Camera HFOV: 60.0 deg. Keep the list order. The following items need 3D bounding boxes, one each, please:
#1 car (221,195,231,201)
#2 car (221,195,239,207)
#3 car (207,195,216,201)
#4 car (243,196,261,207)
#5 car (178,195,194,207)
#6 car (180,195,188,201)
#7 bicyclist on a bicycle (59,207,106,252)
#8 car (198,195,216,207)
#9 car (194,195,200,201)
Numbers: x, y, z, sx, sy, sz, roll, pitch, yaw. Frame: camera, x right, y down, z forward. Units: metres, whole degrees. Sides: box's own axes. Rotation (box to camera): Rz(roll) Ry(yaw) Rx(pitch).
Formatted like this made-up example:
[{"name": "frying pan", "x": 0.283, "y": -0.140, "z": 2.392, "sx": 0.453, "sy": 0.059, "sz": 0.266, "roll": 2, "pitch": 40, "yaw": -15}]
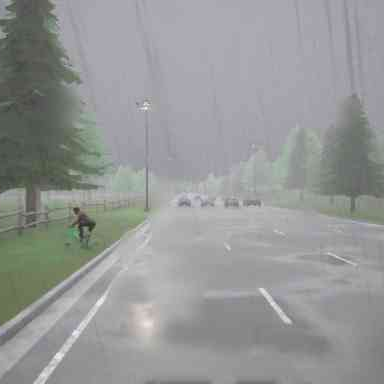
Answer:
[{"name": "car", "x": 8.537, "y": 1.552, "z": 84.309, "sx": 1.994, "sy": 1.385, "sz": 4.181, "roll": 0, "pitch": 0, "yaw": -1}, {"name": "car", "x": 5.884, "y": 1.491, "z": 50.266, "sx": 2.128, "sy": 1.511, "sz": 4.902, "roll": 0, "pitch": 0, "yaw": -1}, {"name": "car", "x": 5.016, "y": 1.524, "z": 85.170, "sx": 1.812, "sy": 1.442, "sz": 4.674, "roll": 0, "pitch": 0, "yaw": -1}, {"name": "car", "x": 9.314, "y": 1.352, "z": 52.117, "sx": 2.097, "sy": 1.767, "sz": 4.553, "roll": 0, "pitch": 0, "yaw": -1}, {"name": "car", "x": -1.126, "y": 1.601, "z": 51.031, "sx": 1.895, "sy": 1.301, "sz": 4.718, "roll": 0, "pitch": 0, "yaw": -1}, {"name": "car", "x": -2.036, "y": 1.540, "z": 87.242, "sx": 2.033, "sy": 1.411, "sz": 5.357, "roll": 0, "pitch": 0, "yaw": -1}, {"name": "bicyclist on a bicycle", "x": -3.857, "y": 1.347, "z": 11.635, "sx": 1.656, "sy": 1.620, "sz": 0.582, "roll": -2, "pitch": 0, "yaw": -1}, {"name": "car", "x": 2.374, "y": 1.601, "z": 50.914, "sx": 1.895, "sy": 1.301, "sz": 4.718, "roll": 0, "pitch": 0, "yaw": -1}, {"name": "car", "x": 1.484, "y": 1.500, "z": 86.440, "sx": 1.837, "sy": 1.490, "sz": 4.892, "roll": 0, "pitch": 0, "yaw": -1}]
